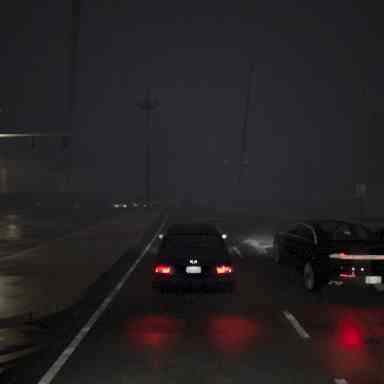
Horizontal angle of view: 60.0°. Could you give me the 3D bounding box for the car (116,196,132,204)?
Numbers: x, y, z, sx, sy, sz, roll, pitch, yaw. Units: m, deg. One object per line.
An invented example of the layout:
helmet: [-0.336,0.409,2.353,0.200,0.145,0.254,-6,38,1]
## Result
car: [-12.745,1.584,62.002,1.895,1.301,4.718,0,0,1]

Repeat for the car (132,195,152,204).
car: [-9.254,1.335,61.668,2.097,1.767,4.553,0,0,0]

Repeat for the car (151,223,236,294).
car: [0.022,1.545,8.918,2.033,1.411,5.357,0,0,0]

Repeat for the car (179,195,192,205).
car: [-1.197,1.548,58.402,1.994,1.385,4.181,0,0,0]

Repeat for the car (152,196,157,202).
car: [-9.178,1.459,70.715,1.882,1.535,5.008,0,0,0]

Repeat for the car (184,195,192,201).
car: [-1.149,1.510,89.294,2.033,1.411,5.357,0,0,0]

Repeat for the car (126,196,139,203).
car: [-12.677,1.505,71.128,1.812,1.442,4.674,0,0,0]

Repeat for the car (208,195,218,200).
car: [5.851,1.448,89.299,1.882,1.535,5.008,0,0,0]

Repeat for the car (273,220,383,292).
car: [3.520,1.489,8.865,2.128,1.511,4.902,0,0,0]

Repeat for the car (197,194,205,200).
car: [2.351,1.472,89.370,1.837,1.490,4.892,0,0,0]
